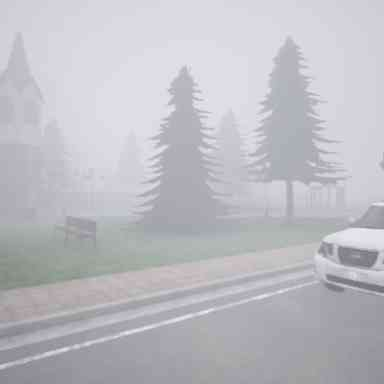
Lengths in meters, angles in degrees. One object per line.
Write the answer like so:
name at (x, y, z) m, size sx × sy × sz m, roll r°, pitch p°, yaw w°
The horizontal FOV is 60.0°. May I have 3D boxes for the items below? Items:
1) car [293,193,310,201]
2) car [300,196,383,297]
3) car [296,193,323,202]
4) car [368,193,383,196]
car at (22.413, 1.148, 68.958) m, size 2.007 × 1.523 × 4.514 m, roll 0°, pitch 0°, yaw -36°
car at (5.246, 1.190, 7.751) m, size 5.566 × 2.045 × 2.150 m, roll 0°, pitch 0°, yaw -35°
car at (24.934, 1.127, 70.825) m, size 2.152 × 1.636 × 5.027 m, roll 0°, pitch 0°, yaw -36°
car at (39.034, 1.067, 71.472) m, size 1.845 × 1.501 × 3.633 m, roll 0°, pitch 0°, yaw -36°
